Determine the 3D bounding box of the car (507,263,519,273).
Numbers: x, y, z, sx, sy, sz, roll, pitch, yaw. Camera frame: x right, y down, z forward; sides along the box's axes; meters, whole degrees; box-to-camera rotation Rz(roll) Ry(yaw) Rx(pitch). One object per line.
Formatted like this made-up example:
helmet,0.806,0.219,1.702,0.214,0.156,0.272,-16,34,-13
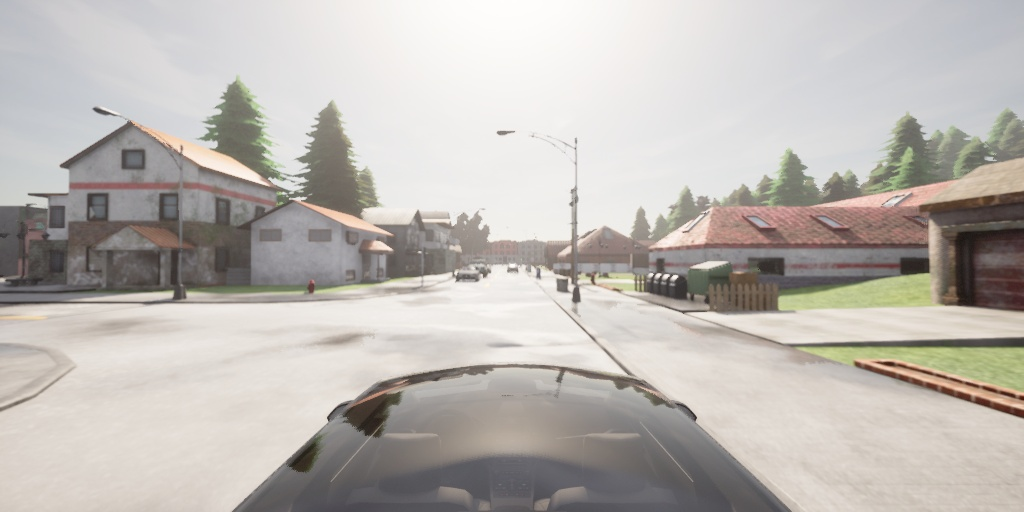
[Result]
car,0.117,1.959,57.461,2.033,1.411,5.357,0,-1,-1

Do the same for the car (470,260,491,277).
car,-4.091,1.462,43.053,2.150,2.045,5.566,0,-1,0

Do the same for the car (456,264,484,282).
car,-4.093,1.696,33.903,1.994,1.385,4.181,0,-1,0
